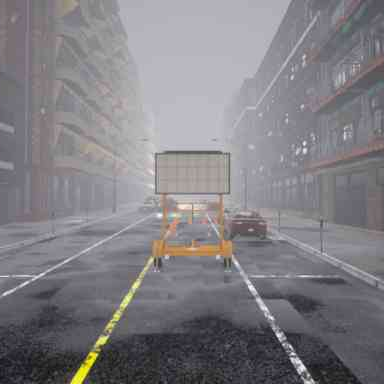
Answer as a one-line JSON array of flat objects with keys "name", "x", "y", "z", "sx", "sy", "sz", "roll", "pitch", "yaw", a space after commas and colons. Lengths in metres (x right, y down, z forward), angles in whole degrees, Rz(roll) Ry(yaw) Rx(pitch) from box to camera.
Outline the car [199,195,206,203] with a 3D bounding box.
[{"name": "car", "x": 2.772, "y": 1.683, "z": 61.307, "sx": 1.887, "sy": 1.381, "sz": 4.507, "roll": 1, "pitch": 0, "yaw": 0}]

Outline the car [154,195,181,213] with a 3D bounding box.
[{"name": "car", "x": -2.735, "y": 1.416, "z": 37.826, "sx": 2.097, "sy": 1.767, "sz": 4.553, "roll": 0, "pitch": 0, "yaw": 0}]

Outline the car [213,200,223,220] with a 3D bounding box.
[{"name": "car", "x": 2.653, "y": 1.554, "z": 22.763, "sx": 1.752, "sy": 1.417, "sz": 4.829, "roll": 1, "pitch": 0, "yaw": 0}]

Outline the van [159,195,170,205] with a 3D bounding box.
[{"name": "van", "x": -5.104, "y": 1.480, "z": 61.393, "sx": 1.690, "sy": 1.788, "sz": 3.998, "roll": 1, "pitch": 0, "yaw": 0}]

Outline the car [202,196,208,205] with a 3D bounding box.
[{"name": "car", "x": 2.720, "y": 1.634, "z": 44.715, "sx": 2.008, "sy": 1.369, "sz": 4.403, "roll": 1, "pitch": 0, "yaw": 0}]

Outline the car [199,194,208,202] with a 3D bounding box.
[{"name": "car", "x": 2.811, "y": 1.550, "z": 83.431, "sx": 2.192, "sy": 1.841, "sz": 5.009, "roll": 1, "pitch": 0, "yaw": 0}]

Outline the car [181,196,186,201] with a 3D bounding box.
[{"name": "car", "x": -2.470, "y": 1.847, "z": 90.768, "sx": 2.033, "sy": 1.411, "sz": 5.357, "roll": 0, "pitch": 0, "yaw": 0}]

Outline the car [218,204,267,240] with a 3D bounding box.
[{"name": "car", "x": 2.635, "y": 1.564, "z": 17.061, "sx": 1.887, "sy": 1.381, "sz": 4.507, "roll": 1, "pitch": 0, "yaw": 0}]

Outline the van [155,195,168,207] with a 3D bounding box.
[{"name": "van", "x": -5.120, "y": 1.459, "z": 55.861, "sx": 1.690, "sy": 1.788, "sz": 3.998, "roll": 2, "pitch": 0, "yaw": 0}]

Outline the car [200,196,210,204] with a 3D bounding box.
[{"name": "car", "x": 2.816, "y": 1.625, "z": 72.369, "sx": 1.967, "sy": 1.590, "sz": 4.097, "roll": 1, "pitch": 0, "yaw": 0}]

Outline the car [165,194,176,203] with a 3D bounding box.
[{"name": "car", "x": -5.051, "y": 1.525, "z": 77.984, "sx": 2.192, "sy": 1.841, "sz": 5.009, "roll": 1, "pitch": 0, "yaw": 0}]

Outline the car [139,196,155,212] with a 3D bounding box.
[{"name": "car", "x": -5.177, "y": 1.593, "z": 39.101, "sx": 1.752, "sy": 1.417, "sz": 4.829, "roll": 2, "pitch": 0, "yaw": 0}]

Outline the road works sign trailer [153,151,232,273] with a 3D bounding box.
[{"name": "road works sign trailer", "x": 0.021, "y": 0.474, "z": 10.750, "sx": 2.380, "sy": 3.560, "sz": 2.880, "roll": 0, "pitch": 0, "yaw": 0}]

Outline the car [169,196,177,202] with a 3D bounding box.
[{"name": "car", "x": -5.024, "y": 1.830, "z": 89.045, "sx": 1.947, "sy": 1.339, "sz": 4.313, "roll": 1, "pitch": 0, "yaw": 0}]

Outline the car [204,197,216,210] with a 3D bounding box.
[{"name": "car", "x": 2.703, "y": 1.613, "z": 39.183, "sx": 1.887, "sy": 1.381, "sz": 4.507, "roll": 1, "pitch": 0, "yaw": 0}]

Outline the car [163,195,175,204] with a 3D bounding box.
[{"name": "car", "x": -5.069, "y": 1.500, "z": 72.454, "sx": 2.192, "sy": 1.841, "sz": 5.009, "roll": 1, "pitch": 0, "yaw": 0}]
